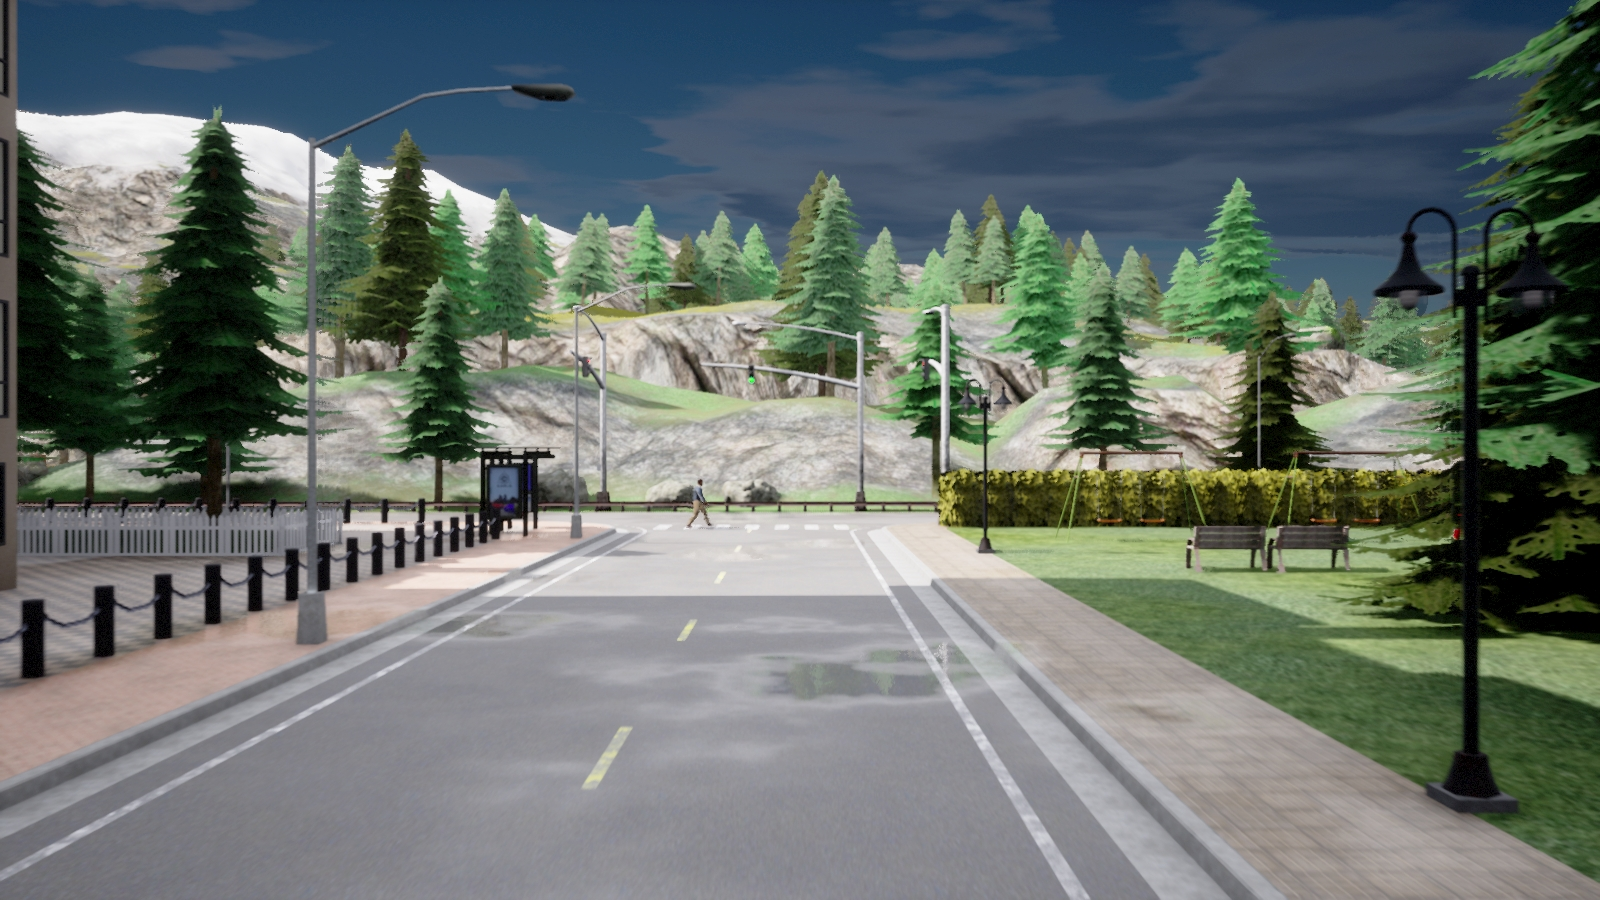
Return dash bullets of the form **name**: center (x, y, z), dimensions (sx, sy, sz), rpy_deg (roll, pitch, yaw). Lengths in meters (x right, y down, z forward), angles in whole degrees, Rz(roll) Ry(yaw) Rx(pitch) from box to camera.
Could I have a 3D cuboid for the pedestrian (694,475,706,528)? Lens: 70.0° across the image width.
- **pedestrian**: center (-3.537, 1.823, 40.367), dimensions (0.375, 1.860, 0.375), rpy_deg (0, 0, -8)
